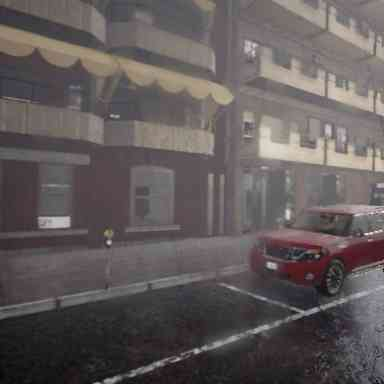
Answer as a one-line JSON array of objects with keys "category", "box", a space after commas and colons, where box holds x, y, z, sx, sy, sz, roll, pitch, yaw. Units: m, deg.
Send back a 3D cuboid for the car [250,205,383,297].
[{"category": "car", "box": [3.820, 1.307, 8.793, 5.009, 1.841, 2.192, 0, 1, -35]}]
